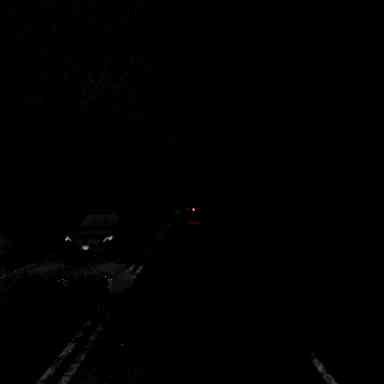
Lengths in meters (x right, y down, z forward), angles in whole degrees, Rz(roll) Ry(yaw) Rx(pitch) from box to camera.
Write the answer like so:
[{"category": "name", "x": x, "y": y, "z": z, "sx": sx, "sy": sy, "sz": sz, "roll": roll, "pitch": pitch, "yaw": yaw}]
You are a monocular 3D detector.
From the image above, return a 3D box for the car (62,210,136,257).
[{"category": "car", "x": -3.337, "y": 1.466, "z": 12.750, "sx": 1.812, "sy": 1.442, "sz": 4.674, "roll": 0, "pitch": 0, "yaw": 0}]

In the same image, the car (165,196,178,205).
[{"category": "car", "x": -3.226, "y": 1.312, "z": 53.954, "sx": 2.033, "sy": 1.411, "sz": 5.357, "roll": 0, "pitch": 0, "yaw": 1}]

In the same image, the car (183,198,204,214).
[{"category": "car", "x": 0.151, "y": 1.364, "z": 33.262, "sx": 1.837, "sy": 1.490, "sz": 4.892, "roll": 0, "pitch": 0, "yaw": 0}]
